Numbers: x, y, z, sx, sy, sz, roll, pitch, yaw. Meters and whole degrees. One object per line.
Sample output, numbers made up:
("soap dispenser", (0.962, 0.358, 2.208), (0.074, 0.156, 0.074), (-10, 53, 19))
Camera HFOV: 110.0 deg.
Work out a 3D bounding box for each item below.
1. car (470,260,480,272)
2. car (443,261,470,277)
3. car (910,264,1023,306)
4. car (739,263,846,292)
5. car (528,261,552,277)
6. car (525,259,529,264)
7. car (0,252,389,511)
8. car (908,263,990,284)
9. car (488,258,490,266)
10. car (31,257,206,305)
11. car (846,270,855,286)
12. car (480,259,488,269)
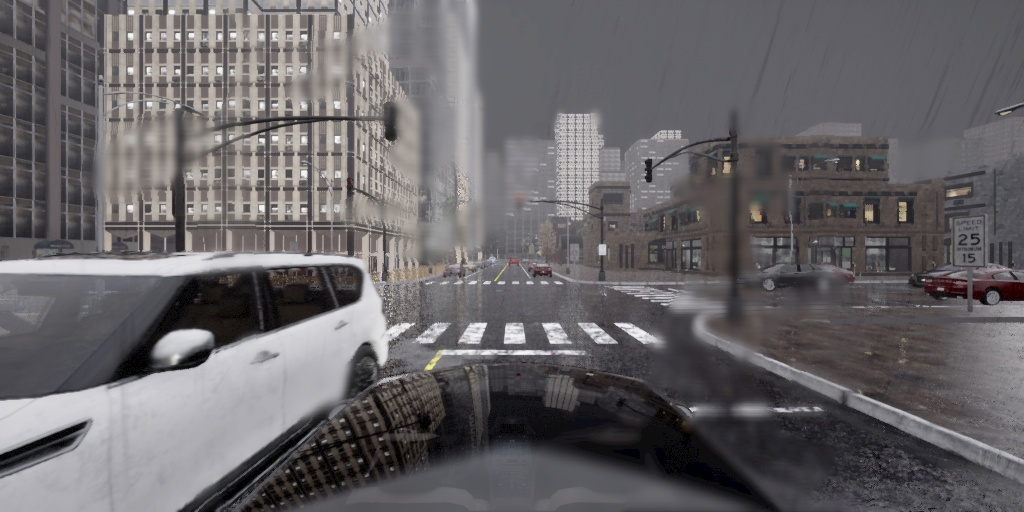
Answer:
("car", (-5.472, 1.292, 45.637), (1.751, 1.417, 4.829), (0, 0, 0))
("car", (-5.527, 1.341, 34.726), (1.802, 1.307, 4.207), (0, 0, 0))
("car", (19.134, 1.153, 14.162), (4.507, 1.381, 1.888), (0, 0, -1))
("car", (15.140, 1.147, 19.915), (4.892, 1.490, 1.837), (0, 0, -1))
("car", (2.854, 1.304, 34.683), (1.888, 1.381, 4.507), (0, 0, 0))
("car", (2.909, 1.348, 45.765), (1.802, 1.307, 4.207), (0, 0, 0))
("car", (-2.881, 0.973, 2.843), (2.150, 2.045, 5.566), (0, 0, 2))
("car", (24.943, 1.141, 20.021), (4.181, 1.385, 1.994), (0, 0, -1))
("car", (-5.388, 1.344, 62.429), (1.948, 1.339, 4.313), (0, 0, 0))
("car", (-17.725, 1.078, 16.386), (5.566, 2.045, 2.150), (0, 0, -1))
("car", (19.050, 1.202, 22.543), (4.207, 1.307, 1.802), (0, 0, -1))
("car", (-5.415, 1.324, 56.889), (2.007, 1.370, 4.403), (0, 0, 0))
